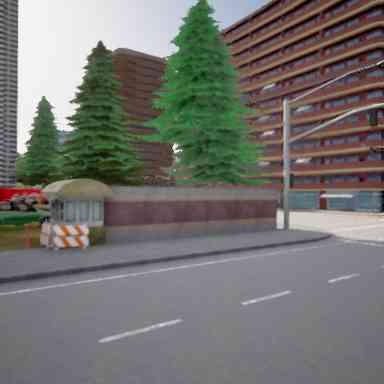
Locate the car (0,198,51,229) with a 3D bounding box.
[{"bbox_3d":[-10.080,1.362,19.627,3.988,1.617,1.851,0,0,-35],"label":"car"}]

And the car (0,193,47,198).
[{"bbox_3d":[-12.112,1.198,23.674,4.605,1.855,1.932,0,0,-35],"label":"car"}]
